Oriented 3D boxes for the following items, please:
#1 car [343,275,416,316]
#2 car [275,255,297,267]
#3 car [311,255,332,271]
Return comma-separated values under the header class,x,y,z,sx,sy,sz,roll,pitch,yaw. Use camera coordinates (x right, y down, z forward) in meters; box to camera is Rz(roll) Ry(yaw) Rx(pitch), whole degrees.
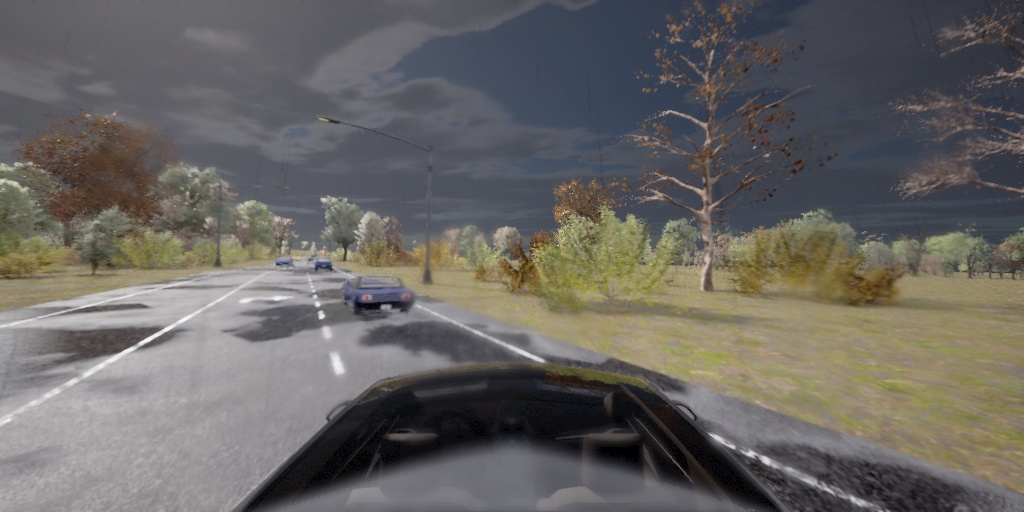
class,x,y,z,sx,sy,sz,roll,pitch,yaw
car,-5.119,1.334,13.352,1.895,1.301,4.718,2,-1,-30
car,-34.917,0.833,55.064,1.882,1.535,5.008,2,0,-23
car,-24.107,1.030,45.753,1.882,1.535,5.008,2,-1,-30
